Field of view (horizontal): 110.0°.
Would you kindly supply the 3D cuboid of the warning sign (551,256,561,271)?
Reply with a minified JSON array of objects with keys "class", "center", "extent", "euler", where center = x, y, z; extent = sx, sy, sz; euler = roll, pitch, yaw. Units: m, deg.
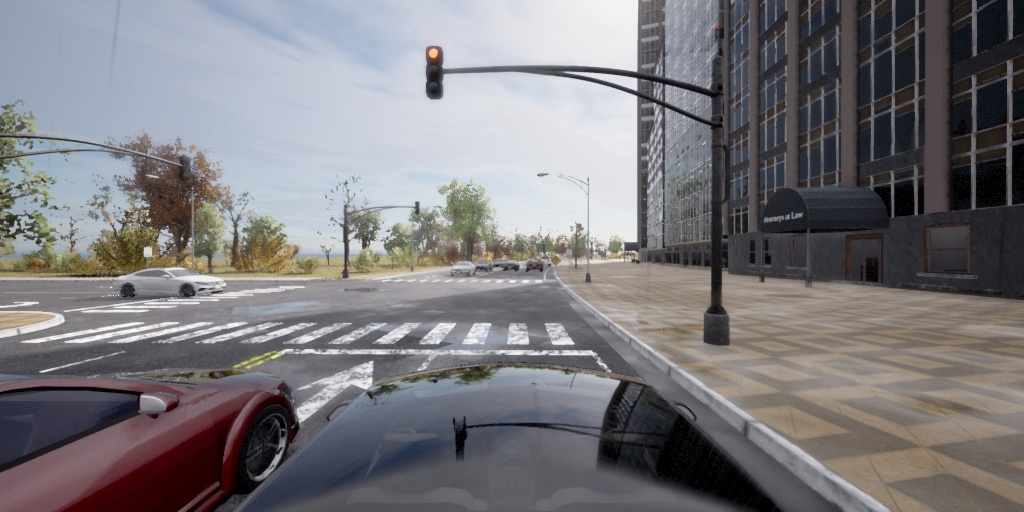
[{"class":"warning sign","center":[5.412,0.868,44.026],"extent":[1.300,1.860,1.060],"euler":[0,0,7]}]

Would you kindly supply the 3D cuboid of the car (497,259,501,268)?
[{"class":"car","center":[-1.996,1.254,58.931],"extent":[1.837,1.490,4.892],"euler":[0,1,9]}]

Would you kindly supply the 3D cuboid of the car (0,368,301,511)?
[{"class":"car","center":[-3.108,1.314,1.880],"extent":[1.994,1.385,4.181],"euler":[0,0,0]}]

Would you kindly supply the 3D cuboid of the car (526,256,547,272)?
[{"class":"car","center":[3.123,1.104,47.501],"extent":[2.097,1.767,4.553],"euler":[0,0,7]}]

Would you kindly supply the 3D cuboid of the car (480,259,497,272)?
[{"class":"car","center":[-3.713,1.296,46.960],"extent":[2.033,1.411,5.357],"euler":[0,0,6]}]

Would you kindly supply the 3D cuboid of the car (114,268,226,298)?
[{"class":"car","center":[-17.262,1.309,18.174],"extent":[4.674,1.442,1.812],"euler":[0,0,-1]}]

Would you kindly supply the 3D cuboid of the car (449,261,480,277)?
[{"class":"car","center":[-4.867,1.273,36.367],"extent":[1.812,1.442,4.674],"euler":[0,0,6]}]

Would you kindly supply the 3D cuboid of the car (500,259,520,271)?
[{"class":"car","center":[0.023,1.277,48.915],"extent":[1.812,1.442,4.674],"euler":[0,0,7]}]
